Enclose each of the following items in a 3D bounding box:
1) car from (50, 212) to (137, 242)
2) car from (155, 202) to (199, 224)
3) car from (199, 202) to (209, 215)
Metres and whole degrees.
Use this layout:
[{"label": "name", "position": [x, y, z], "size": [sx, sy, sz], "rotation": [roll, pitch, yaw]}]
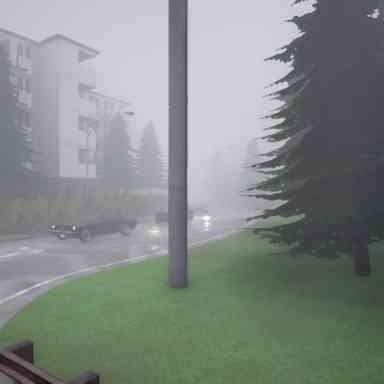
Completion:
[{"label": "car", "position": [-5.097, 1.773, 17.749], "size": [1.895, 1.301, 4.718], "rotation": [0, 0, 29]}, {"label": "car", "position": [-1.273, 1.650, 26.228], "size": [1.882, 1.535, 5.008], "rotation": [0, 0, 17]}, {"label": "car", "position": [0.920, 1.772, 36.919], "size": [1.895, 1.301, 4.718], "rotation": [0, 0, 4]}]
